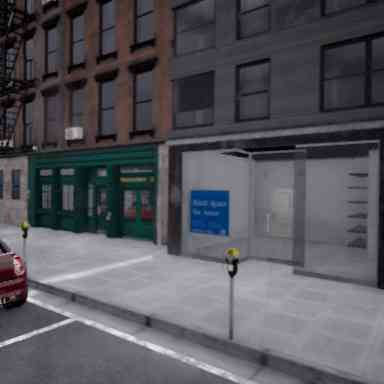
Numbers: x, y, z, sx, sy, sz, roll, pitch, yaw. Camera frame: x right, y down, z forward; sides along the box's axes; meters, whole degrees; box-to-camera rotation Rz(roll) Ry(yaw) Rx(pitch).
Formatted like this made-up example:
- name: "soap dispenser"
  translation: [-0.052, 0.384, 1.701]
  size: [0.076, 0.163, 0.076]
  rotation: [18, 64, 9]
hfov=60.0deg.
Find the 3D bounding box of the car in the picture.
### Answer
- name: "car"
  translation: [-4.985, 1.326, 6.369]
  size: [4.097, 1.590, 1.967]
  rotation: [1, 1, 36]
